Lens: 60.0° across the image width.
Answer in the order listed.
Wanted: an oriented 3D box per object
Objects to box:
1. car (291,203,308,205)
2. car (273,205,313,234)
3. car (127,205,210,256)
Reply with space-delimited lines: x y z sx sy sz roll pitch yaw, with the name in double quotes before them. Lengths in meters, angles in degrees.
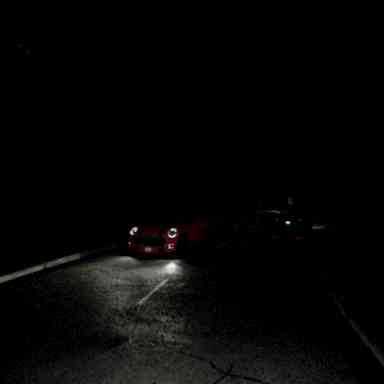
"car" 12.075 1.964 37.554 2.128 1.511 4.902 1 -1 0
"car" 6.483 1.792 21.241 1.994 1.385 4.181 0 -1 26
"car" -0.786 1.468 13.825 2.097 1.767 4.553 0 -1 20
